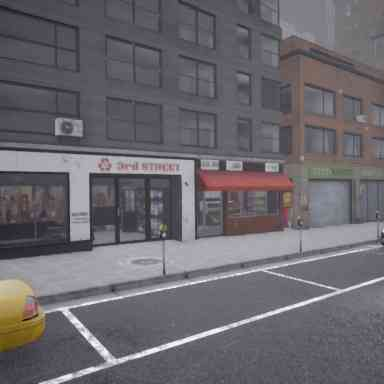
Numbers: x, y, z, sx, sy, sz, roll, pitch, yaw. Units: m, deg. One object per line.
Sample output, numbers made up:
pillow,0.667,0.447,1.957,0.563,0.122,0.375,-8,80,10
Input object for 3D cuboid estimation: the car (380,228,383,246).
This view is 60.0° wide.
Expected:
car,9.306,1.439,13.307,4.097,1.590,1.967,0,-1,-36

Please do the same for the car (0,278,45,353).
car,-4.275,1.526,3.614,4.829,1.417,1.752,0,-1,-36
